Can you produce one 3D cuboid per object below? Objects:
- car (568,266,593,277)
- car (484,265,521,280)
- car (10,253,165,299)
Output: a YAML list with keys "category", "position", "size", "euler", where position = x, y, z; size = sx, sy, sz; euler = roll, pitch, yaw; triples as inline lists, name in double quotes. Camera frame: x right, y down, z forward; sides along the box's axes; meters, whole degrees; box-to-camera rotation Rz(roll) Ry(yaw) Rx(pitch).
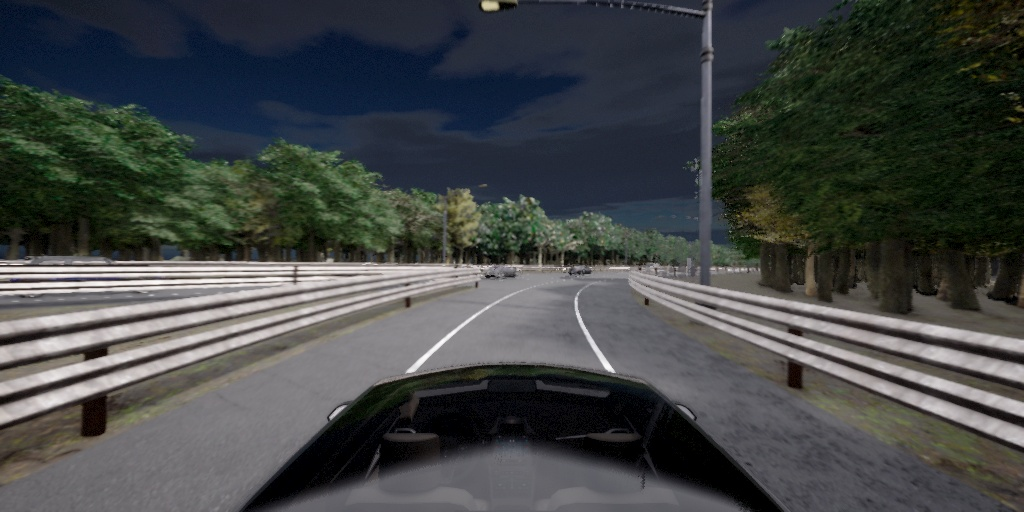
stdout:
- category: "car"
  position: [9.374, 2.032, 48.873]
  size: [1.812, 1.442, 4.674]
  euler: [0, -2, 40]
- category: "car"
  position: [-0.903, 1.653, 36.619]
  size: [1.994, 1.385, 4.181]
  euler: [0, -2, 40]
- category: "car"
  position: [-18.355, 0.810, 15.813]
  size: [2.097, 1.767, 4.553]
  euler: [0, -1, 40]
